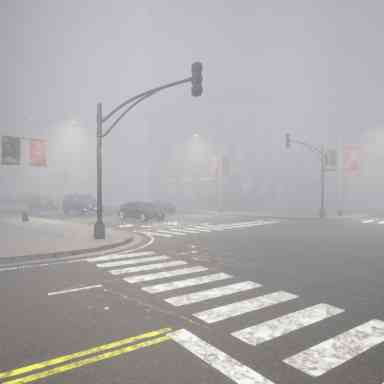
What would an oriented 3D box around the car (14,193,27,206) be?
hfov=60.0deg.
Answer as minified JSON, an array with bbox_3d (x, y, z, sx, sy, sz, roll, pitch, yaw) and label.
[{"bbox_3d":[-26.077,1.199,53.379,5.566,2.045,2.150,0,0,45],"label":"car"}]

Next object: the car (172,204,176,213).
[{"bbox_3d":[-3.667,1.560,35.489,1.994,1.385,4.181,0,0,-45],"label":"car"}]

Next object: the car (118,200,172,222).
[{"bbox_3d":[-4.041,1.495,26.397,1.837,1.490,4.892,0,0,-44],"label":"car"}]

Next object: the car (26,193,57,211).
[{"bbox_3d":[-18.143,1.333,40.548,2.097,1.767,4.553,0,0,-45],"label":"car"}]

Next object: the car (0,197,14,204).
[{"bbox_3d":[-33.657,1.532,60.975,1.994,1.385,4.181,0,0,-45],"label":"car"}]

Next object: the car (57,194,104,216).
[{"bbox_3d":[-11.052,1.207,33.428,2.150,2.045,5.566,0,0,-45],"label":"car"}]

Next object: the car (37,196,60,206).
[{"bbox_3d":[-24.352,1.458,56.248,1.882,1.535,5.008,0,0,-45],"label":"car"}]
